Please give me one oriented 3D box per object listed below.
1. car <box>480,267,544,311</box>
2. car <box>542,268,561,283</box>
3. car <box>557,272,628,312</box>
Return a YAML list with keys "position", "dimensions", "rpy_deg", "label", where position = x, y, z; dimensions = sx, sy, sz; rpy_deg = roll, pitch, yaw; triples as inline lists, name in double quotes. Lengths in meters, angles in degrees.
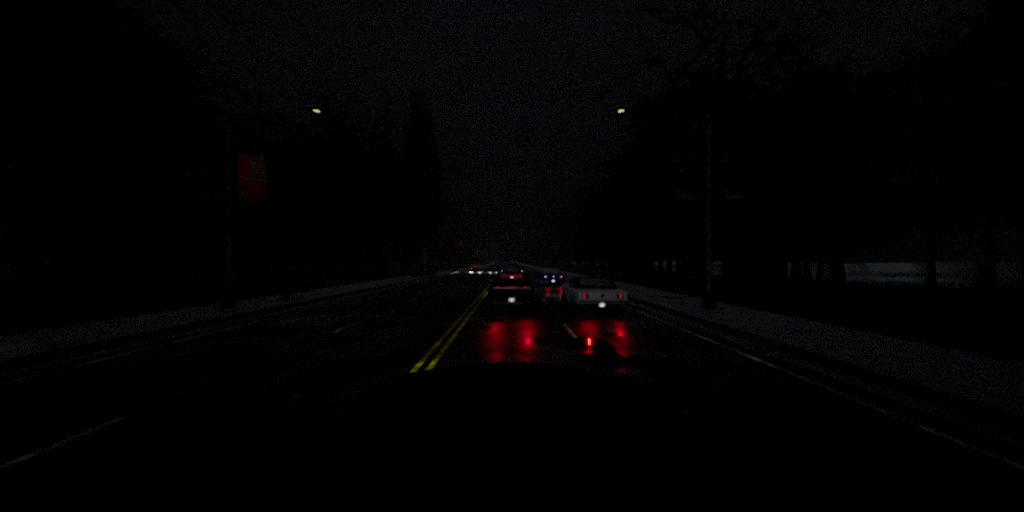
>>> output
- position: [0.001, 1.397, 15.363]
  dimensions: [2.128, 1.511, 4.902]
  rpy_deg: [0, -1, 0]
  label: "car"
- position: [3.232, 1.691, 30.101]
  dimensions: [1.895, 1.301, 4.718]
  rpy_deg: [0, -1, 0]
  label: "car"
- position: [3.249, 1.502, 15.111]
  dimensions: [1.895, 1.301, 4.718]
  rpy_deg: [0, -1, 0]
  label: "car"
